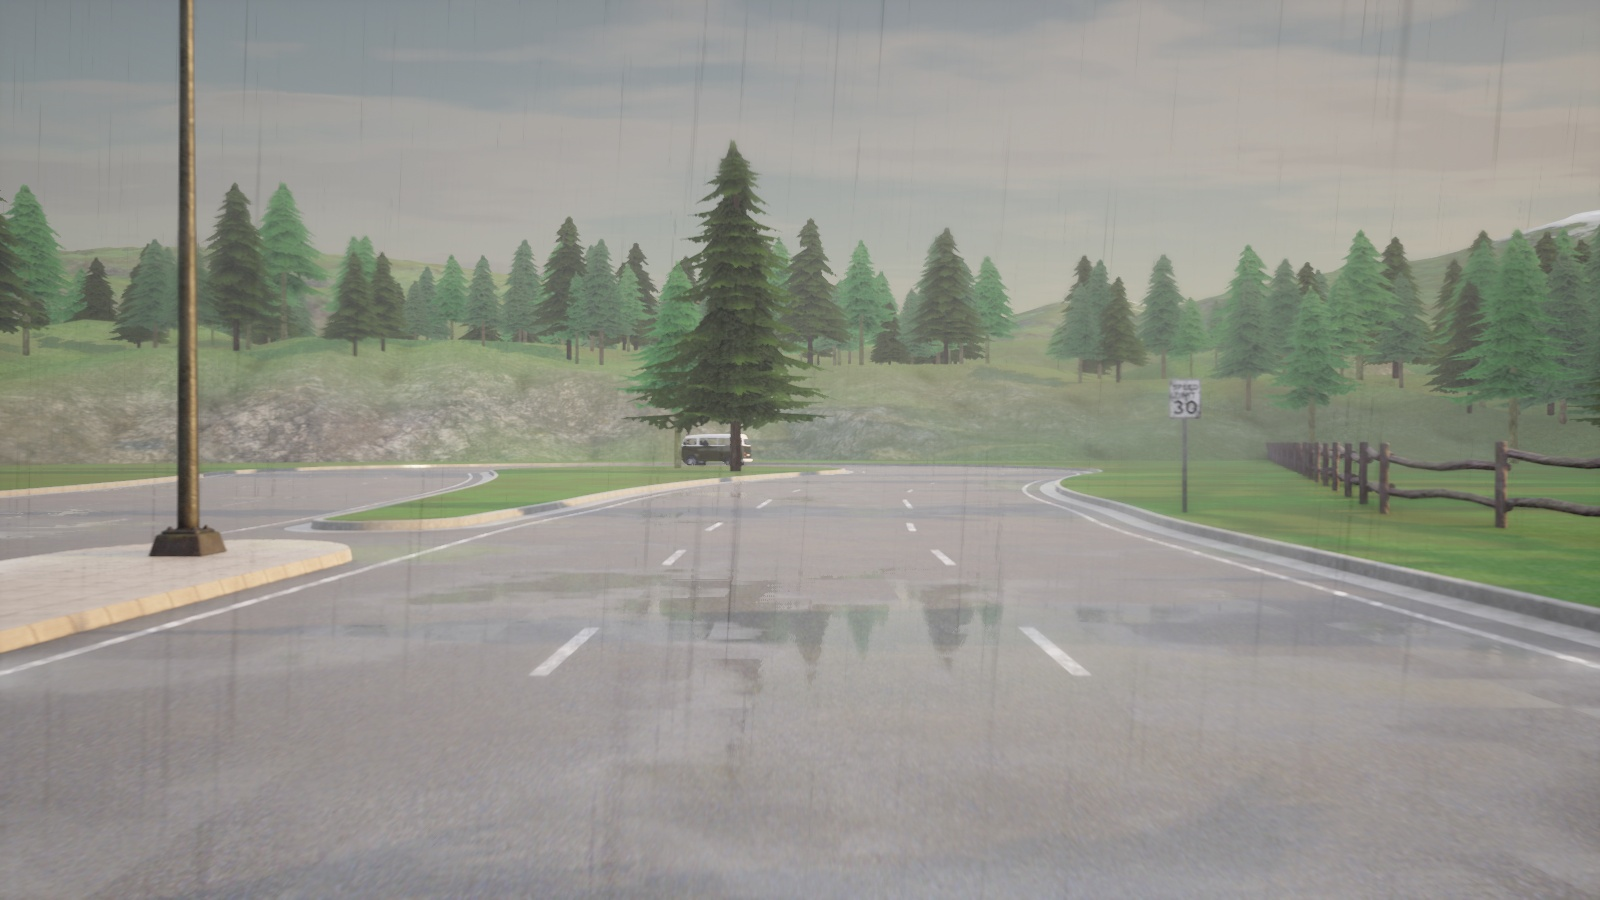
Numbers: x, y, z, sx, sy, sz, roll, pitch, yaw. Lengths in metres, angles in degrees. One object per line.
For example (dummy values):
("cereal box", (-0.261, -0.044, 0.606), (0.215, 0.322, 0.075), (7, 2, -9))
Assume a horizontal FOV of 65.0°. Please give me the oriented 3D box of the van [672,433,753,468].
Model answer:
("van", (-5.282, 0.036, 76.136), (4.480, 2.038, 2.069), (0, 0, 14))
